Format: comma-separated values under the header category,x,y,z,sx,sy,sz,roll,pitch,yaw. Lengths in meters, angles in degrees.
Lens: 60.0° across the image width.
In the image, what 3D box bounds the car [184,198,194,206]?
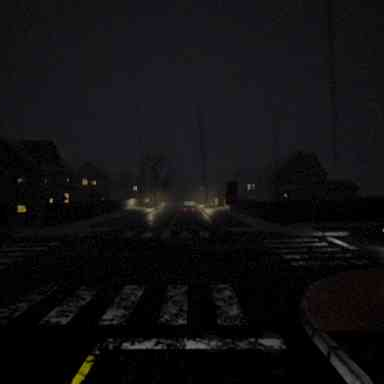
category,x,y,z,sx,sy,sz,roll,pitch,yaw
car,-0.679,2.051,66.689,1.882,1.535,5.008,0,-1,-2

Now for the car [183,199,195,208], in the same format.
category,x,y,z,sx,sy,sz,roll,pitch,yaw
car,-0.523,1.971,56.661,1.812,1.442,4.674,0,-1,-1

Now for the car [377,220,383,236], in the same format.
category,x,y,z,sx,sy,sz,roll,pitch,yaw
car,10.587,1.349,14.252,4.892,1.490,1.837,-1,1,-1
